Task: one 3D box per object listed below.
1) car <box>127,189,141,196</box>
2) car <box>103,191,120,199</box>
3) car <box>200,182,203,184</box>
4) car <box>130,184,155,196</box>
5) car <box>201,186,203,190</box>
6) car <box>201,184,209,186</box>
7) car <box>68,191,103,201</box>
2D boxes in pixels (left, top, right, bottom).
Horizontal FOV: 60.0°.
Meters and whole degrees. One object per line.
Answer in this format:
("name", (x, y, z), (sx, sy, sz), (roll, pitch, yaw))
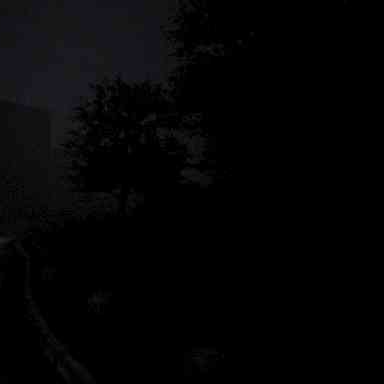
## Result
("car", (-12.242, 0.081, 61.532), (1.946, 1.575, 5.366), (0, 3, 24))
("car", (-14.498, 0.342, 56.495), (1.946, 1.575, 5.366), (0, 3, 24))
("car", (1.403, -1.746, 92.000), (2.435, 2.045, 5.566), (0, 3, 24))
("car", (-9.873, -0.441, 66.815), (2.435, 2.045, 5.566), (0, 3, 24))
("car", (1.888, 0.156, 56.398), (2.033, 1.411, 5.357), (0, 3, 25))
("car", (2.586, -0.293, 65.963), (1.812, 1.442, 4.674), (0, 3, 24))
("car", (-16.762, 0.606, 51.464), (1.946, 1.575, 5.366), (0, 3, 24))
